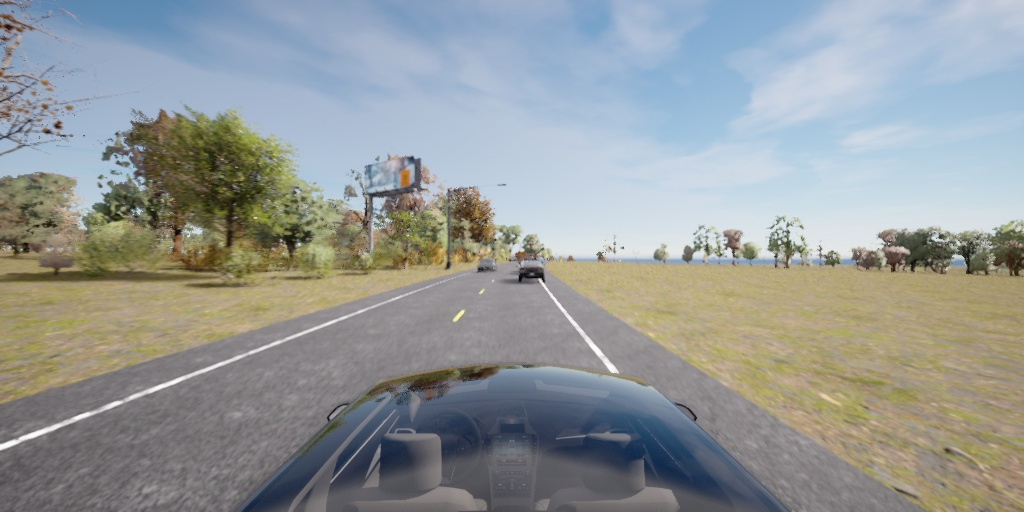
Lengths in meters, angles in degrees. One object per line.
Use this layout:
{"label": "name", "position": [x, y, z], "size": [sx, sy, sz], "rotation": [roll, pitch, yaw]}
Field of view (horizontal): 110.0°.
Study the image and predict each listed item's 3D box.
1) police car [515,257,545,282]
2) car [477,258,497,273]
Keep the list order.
{"label": "police car", "position": [1.419, 1.006, 26.785], "size": [1.930, 1.638, 5.238], "rotation": [0, 0, 2]}
{"label": "car", "position": [-2.699, 1.033, 39.566], "size": [1.837, 1.490, 4.892], "rotation": [0, 0, 3]}
